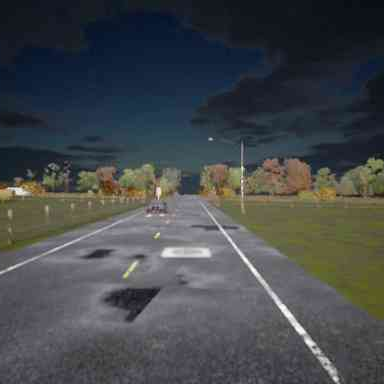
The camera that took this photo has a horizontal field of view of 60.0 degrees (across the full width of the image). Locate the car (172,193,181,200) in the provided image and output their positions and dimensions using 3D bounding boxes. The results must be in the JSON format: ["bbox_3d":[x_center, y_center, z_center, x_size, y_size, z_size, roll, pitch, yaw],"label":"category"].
[{"bbox_3d":[-3.517,0.999,76.189,2.097,1.767,4.553,0,0,0],"label":"car"}]

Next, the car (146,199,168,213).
[{"bbox_3d":[-3.599,1.465,34.668,1.994,1.385,4.181,0,0,0],"label":"car"}]
